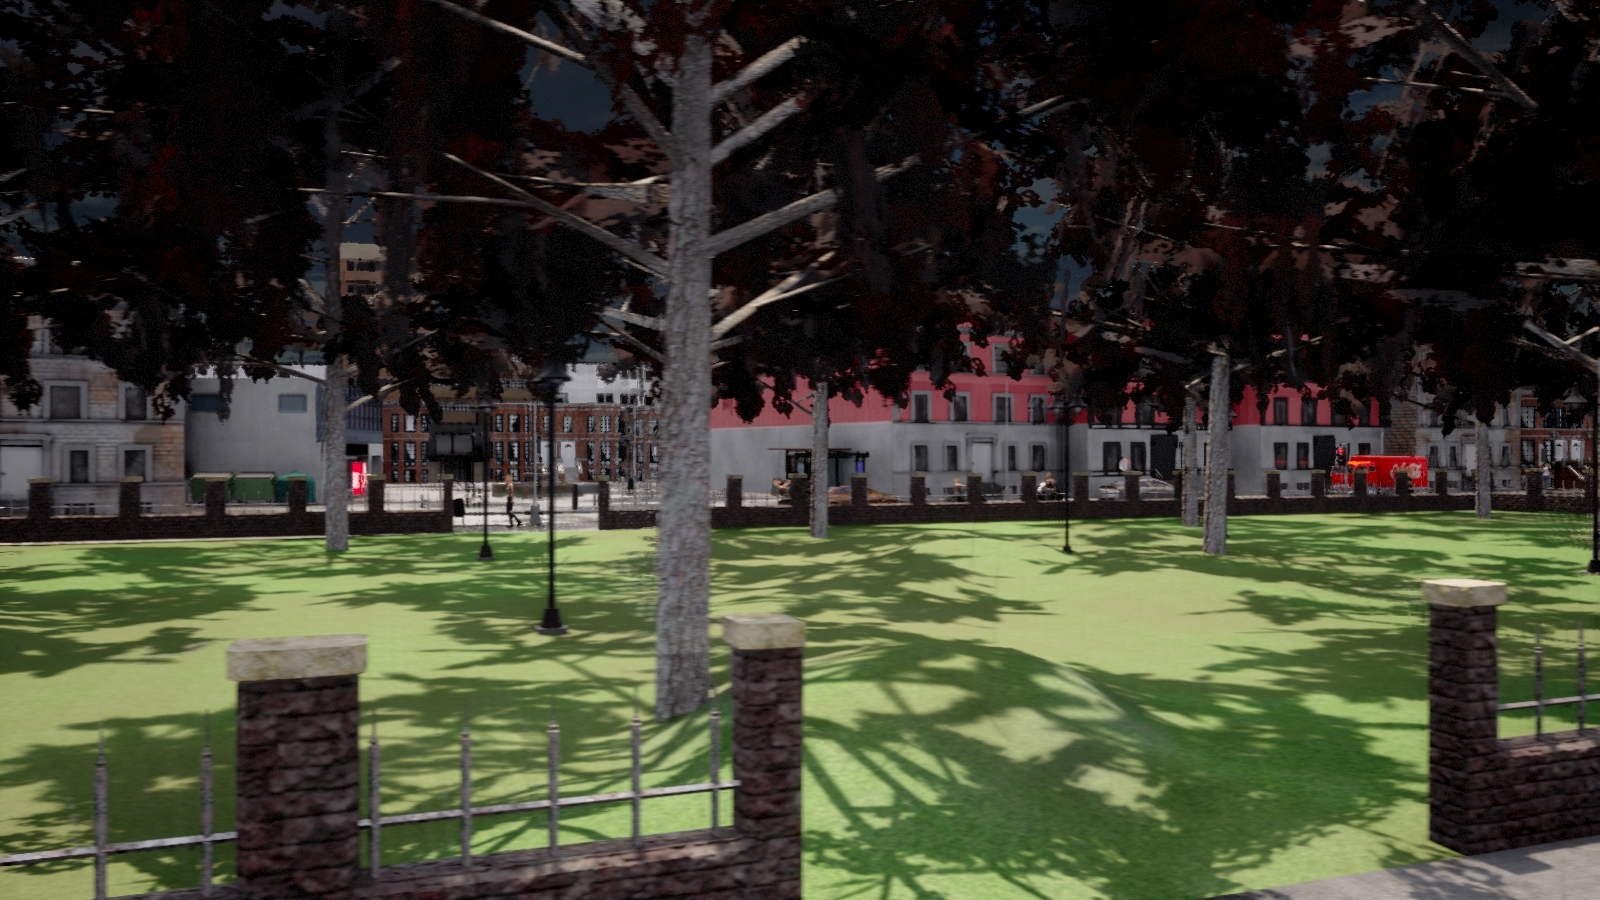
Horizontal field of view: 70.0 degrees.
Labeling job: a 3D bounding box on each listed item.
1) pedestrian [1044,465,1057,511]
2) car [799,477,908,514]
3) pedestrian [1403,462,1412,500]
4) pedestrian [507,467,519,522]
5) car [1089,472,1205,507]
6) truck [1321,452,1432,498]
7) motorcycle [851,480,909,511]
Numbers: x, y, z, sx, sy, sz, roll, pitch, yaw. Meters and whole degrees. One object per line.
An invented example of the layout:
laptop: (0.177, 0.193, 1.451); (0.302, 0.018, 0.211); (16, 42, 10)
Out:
pedestrian: (10.176, 1.525, 46.353); (0.375, 1.860, 0.375); (0, 0, -20)
car: (2.270, 1.911, 48.597); (4.181, 1.385, 1.994); (-1, 0, -20)
pedestrian: (29.876, 1.526, 56.194); (0.375, 1.860, 0.375); (0, 0, 34)
pedestrian: (-9.870, 1.523, 39.283); (0.375, 1.860, 0.375); (0, 0, -17)
car: (16.276, 1.827, 53.662); (4.902, 1.511, 2.128); (0, 0, -20)
truck: (32.117, 1.348, 63.686); (5.204, 2.467, 2.627); (0, 0, -20)
motorcycle: (3.424, 1.950, 49.019); (2.356, 1.277, 0.764); (0, 0, -20)
